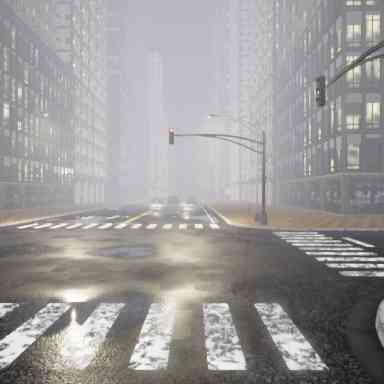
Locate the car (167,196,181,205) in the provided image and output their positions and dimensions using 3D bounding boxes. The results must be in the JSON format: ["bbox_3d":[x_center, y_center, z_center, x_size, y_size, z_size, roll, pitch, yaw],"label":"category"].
[{"bbox_3d":[-3.300,1.452,60.019,2.097,1.767,4.553,0,0,0],"label":"car"}]

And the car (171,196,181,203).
[{"bbox_3d":[-3.309,1.565,70.080,1.895,1.301,4.718,0,0,0],"label":"car"}]

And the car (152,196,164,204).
[{"bbox_3d":[-6.554,1.607,64.214,2.128,1.511,4.902,0,0,0],"label":"car"}]

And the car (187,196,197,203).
[{"bbox_3d":[-0.059,1.540,70.469,1.994,1.385,4.181,0,0,0],"label":"car"}]

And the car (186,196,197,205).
[{"bbox_3d":[-0.050,1.703,60.497,1.895,1.301,4.718,0,0,0],"label":"car"}]
